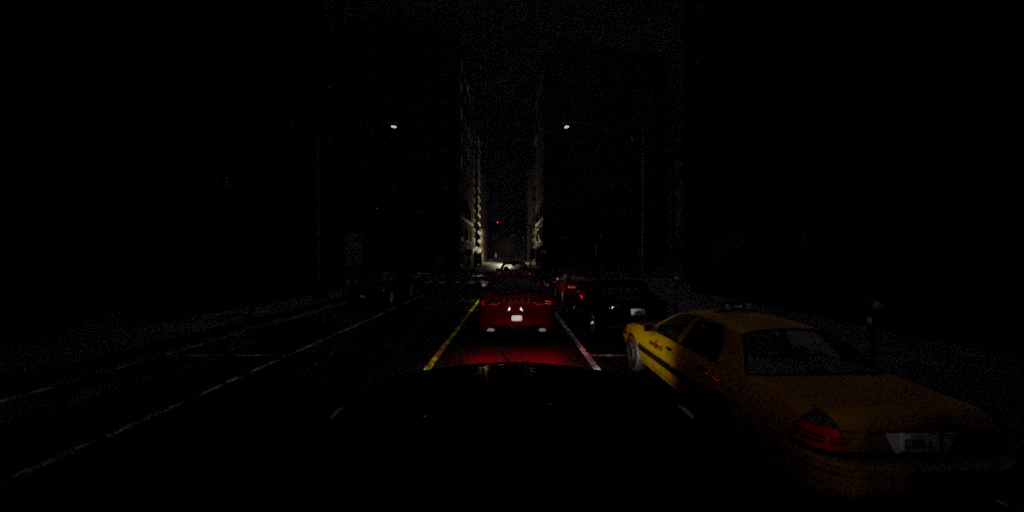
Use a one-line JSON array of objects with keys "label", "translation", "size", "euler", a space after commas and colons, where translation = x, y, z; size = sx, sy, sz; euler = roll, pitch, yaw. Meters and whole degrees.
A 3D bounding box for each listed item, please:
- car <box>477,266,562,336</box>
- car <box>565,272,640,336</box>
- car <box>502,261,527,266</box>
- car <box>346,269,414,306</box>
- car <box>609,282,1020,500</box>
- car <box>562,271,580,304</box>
[{"label": "car", "translation": [0.106, 1.224, 10.421], "size": [1.882, 1.535, 5.008], "euler": [0, 0, 0]}, {"label": "car", "translation": [2.883, 1.312, 10.242], "size": [1.948, 1.339, 4.313], "euler": [0, 0, 0]}, {"label": "car", "translation": [0.120, 1.093, 20.750], "size": [2.097, 1.767, 4.553], "euler": [0, 0, 0]}, {"label": "car", "translation": [-5.654, 1.288, 15.837], "size": [1.888, 1.381, 4.507], "euler": [0, 0, 0]}, {"label": "car", "translation": [2.875, 1.274, 4.826], "size": [1.751, 1.417, 4.829], "euler": [0, 0, 0]}, {"label": "car", "translation": [2.891, 1.325, 15.828], "size": [1.802, 1.307, 4.207], "euler": [0, 0, 0]}]
